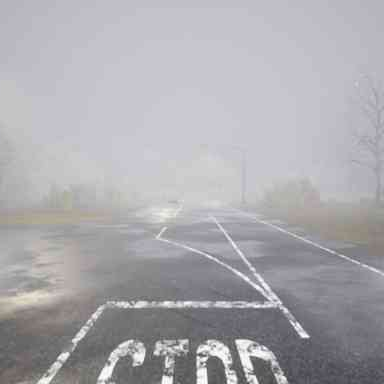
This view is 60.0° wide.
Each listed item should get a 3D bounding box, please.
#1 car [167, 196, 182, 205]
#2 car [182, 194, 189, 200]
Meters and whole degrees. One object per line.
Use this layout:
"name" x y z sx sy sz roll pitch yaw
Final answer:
"car" -3.361 1.521 59.988 2.033 1.411 5.357 0 0 0
"car" -1.881 1.440 92.252 2.128 1.511 4.902 0 0 8
